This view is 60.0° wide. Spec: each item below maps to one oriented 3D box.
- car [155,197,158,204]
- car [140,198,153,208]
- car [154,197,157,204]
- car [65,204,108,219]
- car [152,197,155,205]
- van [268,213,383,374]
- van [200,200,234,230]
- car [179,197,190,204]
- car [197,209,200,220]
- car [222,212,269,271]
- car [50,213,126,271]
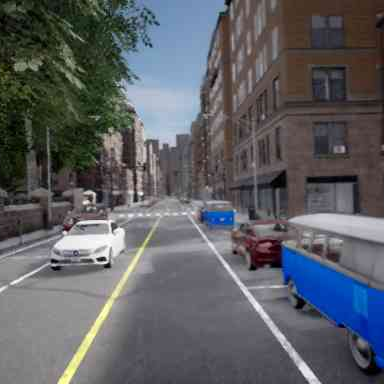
[{"bbox_3d":[-10.083,2.533,81.697,1.887,1.381,4.507,-2,0,-3],"label":"car"},{"bbox_3d":[-9.166,2.347,65.201,1.752,1.417,4.829,-2,0,-3],"label":"car"},{"bbox_3d":[-9.780,2.477,76.255,1.887,1.381,4.507,-2,0,-3],"label":"car"},{"bbox_3d":[-6.757,1.718,21.753,2.192,1.841,5.009,-2,0,-3],"label":"car"},{"bbox_3d":[-9.477,2.428,70.812,2.008,1.369,4.403,-2,0,-3],"label":"car"},{"bbox_3d":[2.691,1.303,5.314,1.690,1.788,3.998,-2,0,-3],"label":"van"},{"bbox_3d":[1.749,1.477,22.268,1.690,1.788,3.998,-2,0,-3],"label":"van"},{"bbox_3d":[-1.581,2.162,82.209,1.967,1.590,4.097,-2,0,-3],"label":"car"},{"bbox_3d":[1.442,1.758,27.918,1.947,1.339,4.313,-2,0,-3],"label":"car"},{"bbox_3d":[2.384,1.566,10.964,1.887,1.381,4.507,-2,0,-3],"label":"car"},{"bbox_3d":[-3.542,1.745,12.102,1.812,1.442,4.674,-2,0,-3],"label":"car"}]
